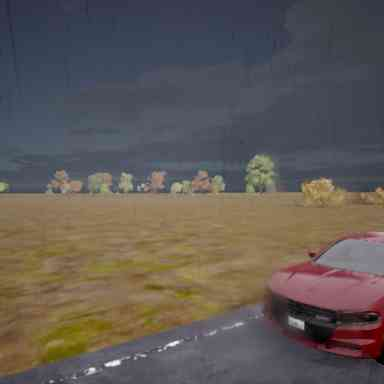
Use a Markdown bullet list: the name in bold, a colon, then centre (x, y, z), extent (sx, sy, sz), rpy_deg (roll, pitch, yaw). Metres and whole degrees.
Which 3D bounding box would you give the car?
- **car**: centre (3.389, 1.495, 5.981), extent (5.008, 1.535, 1.882), rpy_deg (0, 0, -37)
